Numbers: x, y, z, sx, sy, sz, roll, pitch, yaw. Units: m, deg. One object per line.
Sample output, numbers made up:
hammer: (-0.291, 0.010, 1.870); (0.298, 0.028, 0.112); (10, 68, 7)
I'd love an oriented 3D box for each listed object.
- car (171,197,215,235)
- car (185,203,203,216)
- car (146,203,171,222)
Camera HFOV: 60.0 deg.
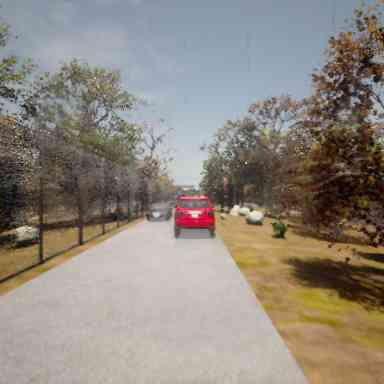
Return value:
car: (0.125, 1.304, 19.297); (2.150, 2.045, 5.566); (0, -1, 0)
car: (0.202, 1.932, 37.646); (1.895, 1.301, 4.718); (-1, -1, 0)
car: (-2.779, 1.684, 28.690); (2.128, 1.511, 4.902); (0, -1, 0)
